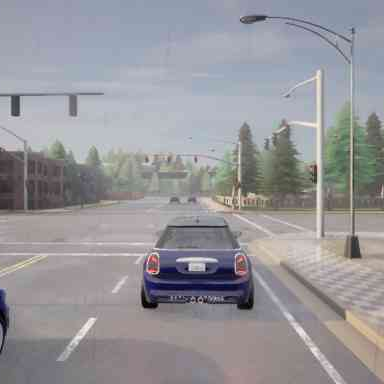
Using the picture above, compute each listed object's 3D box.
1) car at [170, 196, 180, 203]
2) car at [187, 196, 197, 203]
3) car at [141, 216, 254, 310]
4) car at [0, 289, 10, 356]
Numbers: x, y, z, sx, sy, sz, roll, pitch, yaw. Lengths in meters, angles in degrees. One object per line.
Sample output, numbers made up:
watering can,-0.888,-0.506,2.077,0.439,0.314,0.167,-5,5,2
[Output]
car,-3.495,1.505,68.307,1.837,1.490,4.892,0,0,0
car,0.005,1.505,68.306,1.837,1.490,4.892,0,0,0
car,0.155,1.352,8.018,2.097,1.767,4.553,0,0,2
car,-3.442,1.478,2.563,1.882,1.535,5.008,0,0,0
